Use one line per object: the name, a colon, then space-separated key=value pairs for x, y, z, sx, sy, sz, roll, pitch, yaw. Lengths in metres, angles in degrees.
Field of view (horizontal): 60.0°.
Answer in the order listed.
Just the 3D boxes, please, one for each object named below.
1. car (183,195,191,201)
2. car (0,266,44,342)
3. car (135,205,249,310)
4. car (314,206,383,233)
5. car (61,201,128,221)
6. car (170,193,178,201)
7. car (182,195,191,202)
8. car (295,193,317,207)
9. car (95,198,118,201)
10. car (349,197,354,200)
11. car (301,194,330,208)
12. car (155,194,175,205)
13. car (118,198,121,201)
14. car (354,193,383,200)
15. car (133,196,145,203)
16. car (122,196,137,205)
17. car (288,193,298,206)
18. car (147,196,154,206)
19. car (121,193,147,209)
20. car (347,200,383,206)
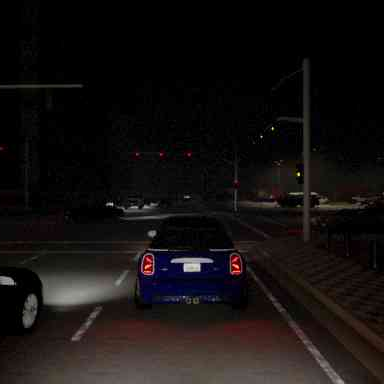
car: x=-1.219 y=1.386 z=82.537 sx=1.812 sy=1.442 sz=4.674 roll=0 pitch=0 yaw=-1
car: x=-3.489 y=1.505 z=3.839 sx=1.837 sy=1.490 sz=4.892 roll=0 pitch=0 yaw=0
car: x=-0.023 y=1.352 z=8.003 sx=2.097 sy=1.767 sz=4.553 roll=0 pitch=0 yaw=-1
car: x=9.954 y=1.656 z=19.497 sx=4.718 sy=1.301 sz=1.895 roll=0 pitch=0 yaw=0
car: x=-7.961 y=1.626 z=27.063 sx=4.718 sy=1.301 sz=1.895 roll=0 pitch=0 yaw=-39
car: x=-4.728 y=1.225 z=83.353 sx=2.150 sy=2.045 sz=5.566 roll=0 pitch=0 yaw=-1
car: x=-1.108 y=1.595 z=72.469 sx=1.895 sy=1.301 sz=4.718 roll=0 pitch=0 yaw=-1
car: x=20.860 y=1.419 z=58.608 sx=3.905 sy=1.438 sz=1.784 roll=0 pitch=0 yaw=0
car: x=-11.364 y=1.547 z=42.129 sx=2.033 sy=1.411 sz=5.357 roll=0 pitch=0 yaw=0
car: x=35.890 y=1.419 z=69.798 sx=3.905 sy=1.438 sz=1.784 roll=0 pitch=0 yaw=0
car: x=20.870 y=1.451 z=55.713 sx=3.806 sy=1.475 sz=1.970 roll=0 pitch=0 yaw=0
car: x=-4.293 y=1.547 z=54.033 sx=2.033 sy=1.411 sz=5.357 roll=0 pitch=0 yaw=0
car: x=-11.469 y=1.601 z=51.717 sx=1.895 sy=1.301 sz=4.718 roll=0 pitch=0 yaw=0
car: x=35.838 y=1.209 z=66.902 sx=4.605 sy=1.855 sz=1.932 roll=0 pitch=0 yaw=0
car: x=-11.613 y=1.583 z=72.838 sx=1.895 sy=1.301 sz=4.718 roll=0 pitch=0 yaw=-1
car: x=-11.550 y=1.477 z=61.901 sx=1.882 sy=1.535 sz=5.008 roll=0 pitch=0 yaw=0
car: x=20.798 y=1.209 z=61.291 sx=4.605 sy=1.855 sz=1.932 roll=0 pitch=0 yaw=0
car: x=-8.005 y=1.601 z=55.830 sx=1.895 sy=1.301 sz=4.718 roll=0 pitch=0 yaw=0
car: x=-7.913 y=1.221 z=45.803 sx=2.150 sy=2.045 sz=5.566 roll=0 pitch=0 yaw=-3
car: x=15.017 y=1.581 z=26.717 sx=4.674 sy=1.442 sz=1.812 roll=0 pitch=0 yaw=-1
